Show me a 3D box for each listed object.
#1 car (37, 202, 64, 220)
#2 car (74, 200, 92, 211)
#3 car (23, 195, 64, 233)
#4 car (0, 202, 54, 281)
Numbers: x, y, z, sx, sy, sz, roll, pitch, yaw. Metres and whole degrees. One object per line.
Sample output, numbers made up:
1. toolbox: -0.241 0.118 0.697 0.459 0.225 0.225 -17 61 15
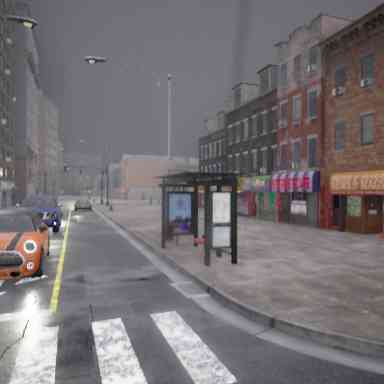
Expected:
1. car: -12.451 1.610 29.522 1.895 1.301 4.718 0 0 -19
2. car: -13.184 1.589 40.238 1.994 1.385 4.181 0 0 -19
3. car: -8.987 1.229 19.759 2.150 2.045 5.566 0 0 -20
4. car: -5.424 1.359 9.803 2.097 1.767 4.553 0 0 -20
